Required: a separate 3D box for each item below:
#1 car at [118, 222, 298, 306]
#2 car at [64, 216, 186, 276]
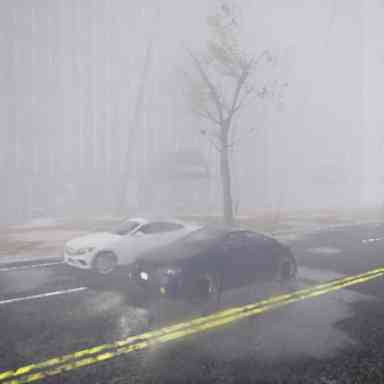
[{"bbox_3d":[0.637,1.563,8.098,4.181,1.385,1.994,0,0,-35],"label":"car"},{"bbox_3d":[-1.557,1.525,10.527,4.674,1.442,1.812,0,0,-35],"label":"car"}]
